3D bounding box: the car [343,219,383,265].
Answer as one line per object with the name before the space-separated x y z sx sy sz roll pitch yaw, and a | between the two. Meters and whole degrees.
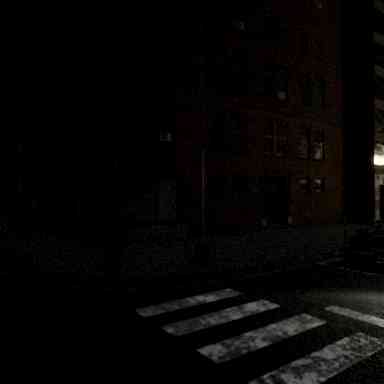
car | 6.754 1.586 11.007 4.403 1.369 2.008 0 0 -35
